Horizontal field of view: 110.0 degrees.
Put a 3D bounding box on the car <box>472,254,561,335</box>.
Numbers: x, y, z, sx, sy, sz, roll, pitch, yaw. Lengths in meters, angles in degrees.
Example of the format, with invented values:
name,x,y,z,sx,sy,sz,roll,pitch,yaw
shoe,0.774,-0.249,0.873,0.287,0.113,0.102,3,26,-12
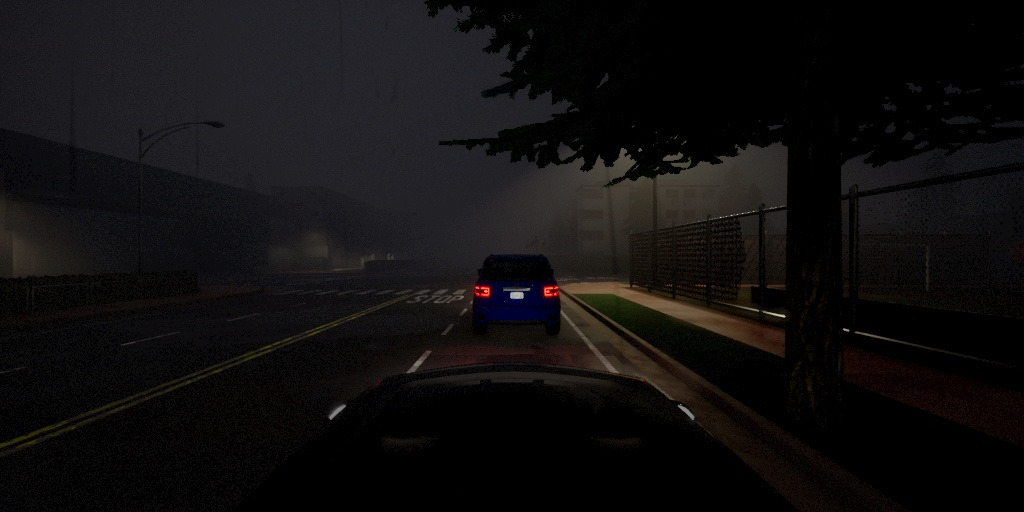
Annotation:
name,x,y,z,sx,sy,sz,roll,pitch,yaw
car,0.115,0.972,10.673,2.150,2.045,5.566,0,0,0

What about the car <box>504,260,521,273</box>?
name,x,y,z,sx,sy,sz,roll,pitch,yaw
car,0.025,1.242,45.548,2.128,1.511,4.902,0,0,0
